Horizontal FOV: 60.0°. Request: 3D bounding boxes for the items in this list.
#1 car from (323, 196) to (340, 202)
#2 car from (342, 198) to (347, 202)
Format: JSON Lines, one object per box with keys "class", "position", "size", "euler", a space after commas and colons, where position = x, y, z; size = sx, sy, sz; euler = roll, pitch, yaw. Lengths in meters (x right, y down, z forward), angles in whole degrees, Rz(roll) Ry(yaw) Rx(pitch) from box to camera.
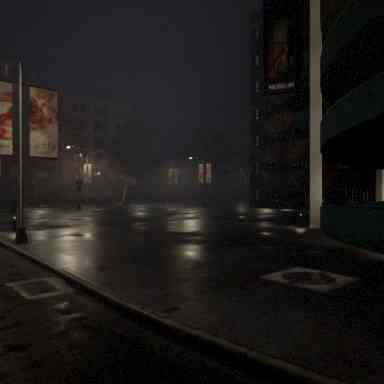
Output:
{"class": "car", "position": [15.615, 1.320, 39.957], "size": [4.674, 1.452, 2.002], "euler": [0, 0, -41]}
{"class": "car", "position": [22.171, 1.413, 51.038], "size": [4.786, 1.482, 2.161], "euler": [0, 0, -41]}
